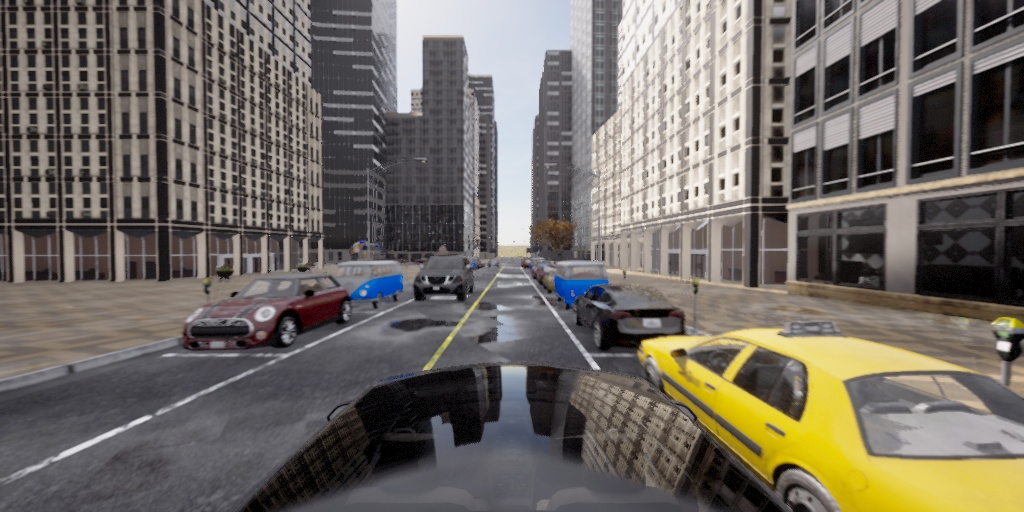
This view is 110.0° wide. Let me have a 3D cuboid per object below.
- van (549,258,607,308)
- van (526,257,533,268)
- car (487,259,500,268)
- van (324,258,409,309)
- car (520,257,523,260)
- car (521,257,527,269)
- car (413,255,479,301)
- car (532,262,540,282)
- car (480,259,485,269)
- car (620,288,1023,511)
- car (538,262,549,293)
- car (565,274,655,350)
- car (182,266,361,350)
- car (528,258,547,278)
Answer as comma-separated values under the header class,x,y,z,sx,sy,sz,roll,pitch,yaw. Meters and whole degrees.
class,x,y,z,sx,sy,sz,roll,pitch,yaw
van,2.685,1.085,14.556,1.690,1.789,3.998,0,0,0
van,2.675,1.074,37.058,1.690,1.789,3.998,0,0,0
car,-3.061,1.213,60.059,2.128,1.511,4.902,0,0,1
van,-5.697,1.085,14.553,1.690,1.789,3.998,0,0,0
car,2.665,1.036,59.560,2.192,1.841,5.009,0,0,0
car,2.667,1.269,53.934,1.888,1.381,4.507,0,0,0
car,-3.107,0.964,17.469,2.150,2.045,5.566,0,0,0
car,2.680,1.321,25.807,1.802,1.307,4.207,0,0,0
car,-5.714,1.039,53.930,2.192,1.841,5.009,0,0,0
car,2.690,1.275,3.476,1.751,1.417,4.829,0,0,0
car,2.683,1.267,20.351,1.751,1.417,4.829,0,0,0
car,2.688,1.313,8.931,1.948,1.339,4.313,0,0,0
car,-5.694,1.187,8.927,1.967,1.591,4.097,0,0,0
car,2.677,1.176,31.433,1.967,1.591,4.097,0,0,0
